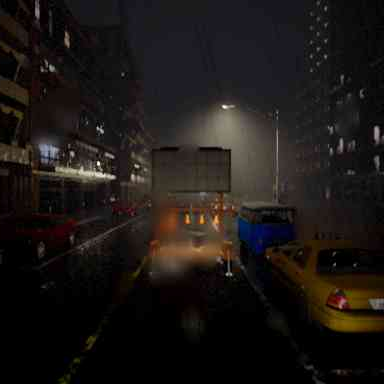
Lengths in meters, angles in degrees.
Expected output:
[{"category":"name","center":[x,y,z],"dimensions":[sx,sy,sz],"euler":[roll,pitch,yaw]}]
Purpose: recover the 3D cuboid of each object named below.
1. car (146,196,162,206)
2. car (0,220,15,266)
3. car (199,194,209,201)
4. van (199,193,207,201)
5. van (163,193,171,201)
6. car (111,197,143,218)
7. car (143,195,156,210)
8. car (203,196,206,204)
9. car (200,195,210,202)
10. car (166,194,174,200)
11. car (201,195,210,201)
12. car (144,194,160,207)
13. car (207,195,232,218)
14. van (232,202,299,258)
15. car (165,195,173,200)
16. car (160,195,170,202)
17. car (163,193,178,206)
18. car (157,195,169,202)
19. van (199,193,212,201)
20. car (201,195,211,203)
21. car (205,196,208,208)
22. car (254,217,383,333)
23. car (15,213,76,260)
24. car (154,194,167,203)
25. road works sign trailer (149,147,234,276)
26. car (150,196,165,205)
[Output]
[{"category":"car","center":[-5.779,1.381,50.909],"dimensions":[2.008,1.369,4.403],"euler":[0,0,0]},{"category":"car","center":[-5.705,1.499,6.526],"dimensions":[1.752,1.417,4.829],"euler":[0,0,0]},{"category":"car","center":[2.563,1.216,73.028],"dimensions":[1.967,1.590,4.097],"euler":[0,0,0]},{"category":"van","center":[2.553,1.105,78.556],"dimensions":[1.690,1.788,3.998],"euler":[0,0,0]},{"category":"van","center":[-5.827,1.105,78.542],"dimensions":[1.690,1.788,3.998],"euler":[0,0,0]},{"category":"car","center":[-5.743,1.441,28.802],"dimensions":[1.887,1.381,4.507],"euler":[0,0,0]},{"category":"car","center":[-5.761,1.389,39.686],"dimensions":[1.752,1.417,4.829],"euler":[0,0,0]},{"category":"car","center":[2.619,1.445,39.870],"dimensions":[1.802,1.307,4.206],"euler":[0,0,0]},{"category":"car","center":[2.573,1.354,67.502],"dimensions":[1.947,1.339,4.313],"euler":[0,0,0]},{"category":"car","center":[-5.844,1.324,89.594],"dimensions":[1.802,1.307,4.206],"euler":[0,0,0]},{"category":"car","center":[2.610,1.428,45.396],"dimensions":[1.802,1.307,4.206],"euler":[0,0,0]},{"category":"car","center":[-5.772,1.161,45.381],"dimensions":[2.192,1.841,5.009],"euler":[0,0,0]},{"category":"car","center":[2.637,1.337,28.815],"dimensions":[1.967,1.590,4.097],"euler":[0,0,0]},{"category":"van","center":[2.664,1.294,12.235],"dimensions":[1.690,1.788,3.998],"euler":[0,0,0]},{"category":"car","center":[-5.834,1.335,84.068],"dimensions":[1.802,1.307,4.206],"euler":[0,0,0]},{"category":"car","center":[-5.816,1.321,73.015],"dimensions":[1.887,1.381,4.507],"euler":[0,0,0]},{"category":"car","center":[-3.119,1.339,50.100],"dimensions":[1.837,1.490,4.892],"euler":[0,0,0]},{"category":"car","center":[-5.807,1.354,67.488],"dimensions":[1.947,1.339,4.313],"euler":[0,0,0]},{"category":"van","center":[2.591,1.157,56.448],"dimensions":[1.690,1.788,3.998],"euler":[0,0,0]},{"category":"car","center":[2.582,1.326,62.145],"dimensions":[1.752,1.417,4.829],"euler":[0,0,0]},{"category":"car","center":[2.628,1.405,34.512],"dimensions":[1.752,1.417,4.829],"euler":[0,0,0]},{"category":"car","center":[2.674,1.498,6.880],"dimensions":[1.752,1.417,4.829],"euler":[0,0,0]},{"category":"car","center":[-5.715,1.497,12.222],"dimensions":[1.887,1.381,4.507],"euler":[0,0,0]},{"category":"car","center":[-5.798,1.242,61.961],"dimensions":[1.967,1.590,4.097],"euler":[0,0,0]},{"category":"road works sign trailer","center":[-0.018,0.424,10.225],"dimensions":[2.380,3.560,2.880],"euler":[0,0,0]},{"category":"car","center":[-5.788,1.366,56.436],"dimensions":[2.008,1.369,4.403],"euler":[0,0,0]}]
